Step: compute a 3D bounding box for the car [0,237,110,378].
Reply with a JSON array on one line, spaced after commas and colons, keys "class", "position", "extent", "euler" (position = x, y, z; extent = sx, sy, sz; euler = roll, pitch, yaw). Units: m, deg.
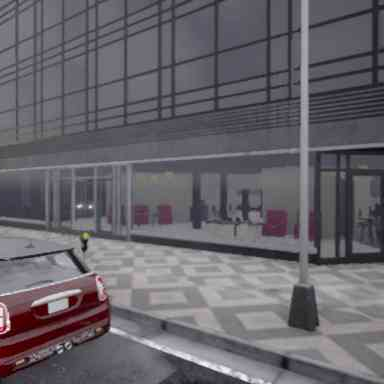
[{"class": "car", "position": [-3.243, 1.440, 5.274], "extent": [4.097, 1.590, 1.967], "euler": [0, 0, 36]}]
